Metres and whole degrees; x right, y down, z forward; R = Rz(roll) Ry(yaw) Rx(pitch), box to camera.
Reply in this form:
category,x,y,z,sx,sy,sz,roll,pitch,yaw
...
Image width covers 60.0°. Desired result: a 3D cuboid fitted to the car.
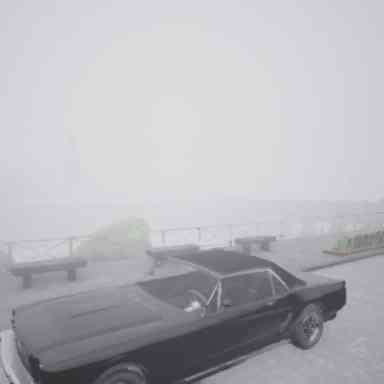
category,x,y,z,sx,sy,sz,roll,pitch,yaw
car,0.054,1.592,4.644,4.718,1.301,1.895,0,0,-35
